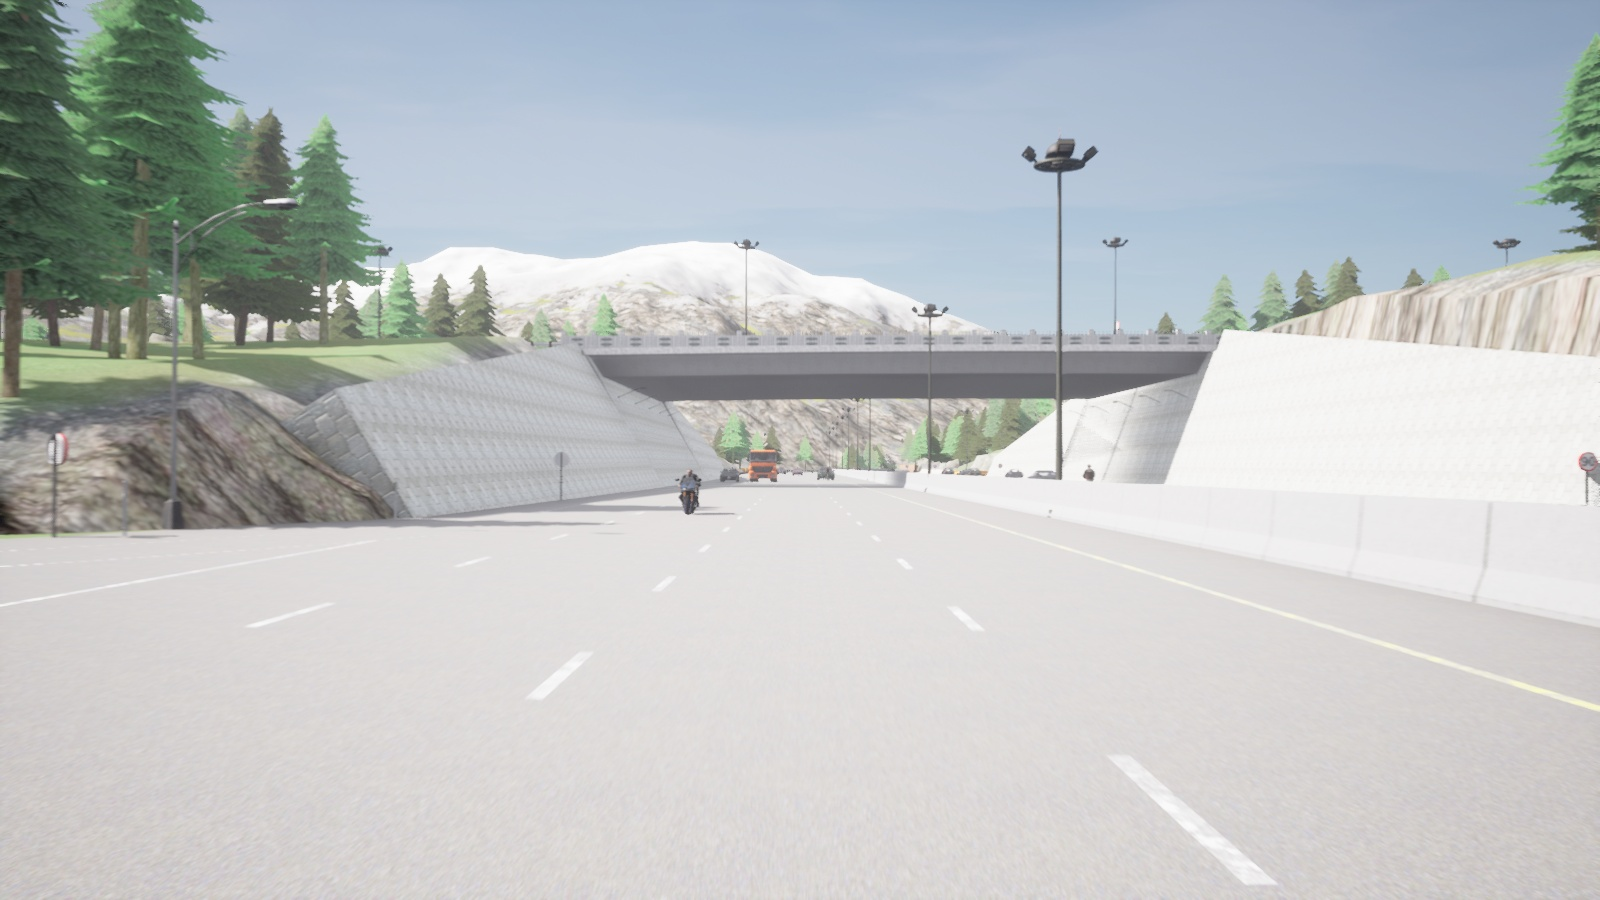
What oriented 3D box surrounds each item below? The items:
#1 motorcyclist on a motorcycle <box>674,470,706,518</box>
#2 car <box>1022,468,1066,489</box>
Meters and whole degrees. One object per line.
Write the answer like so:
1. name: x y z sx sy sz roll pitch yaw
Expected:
1. motorcyclist on a motorcycle: -3.598 1.430 41.280 0.866 1.530 2.191 0 -1 0
2. car: 17.289 2.021 89.221 2.033 1.411 5.357 0 -1 0
